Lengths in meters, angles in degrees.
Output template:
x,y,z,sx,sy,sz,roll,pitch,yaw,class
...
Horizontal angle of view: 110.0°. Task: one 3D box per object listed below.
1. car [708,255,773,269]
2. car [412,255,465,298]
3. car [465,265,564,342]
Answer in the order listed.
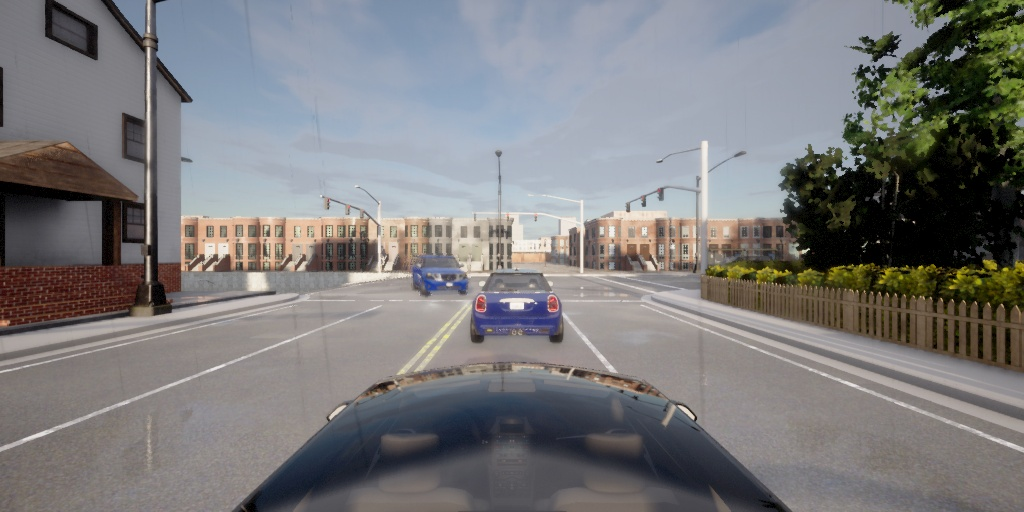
x,y,z,sx,sy,sz,roll,pitch,yaw,class
18.743,0.971,29.598,5.566,2.045,2.150,0,0,0,car
-3.951,0.972,19.196,2.150,2.045,5.566,1,0,-23,car
0.111,1.102,9.888,2.097,1.767,4.553,0,0,0,car
